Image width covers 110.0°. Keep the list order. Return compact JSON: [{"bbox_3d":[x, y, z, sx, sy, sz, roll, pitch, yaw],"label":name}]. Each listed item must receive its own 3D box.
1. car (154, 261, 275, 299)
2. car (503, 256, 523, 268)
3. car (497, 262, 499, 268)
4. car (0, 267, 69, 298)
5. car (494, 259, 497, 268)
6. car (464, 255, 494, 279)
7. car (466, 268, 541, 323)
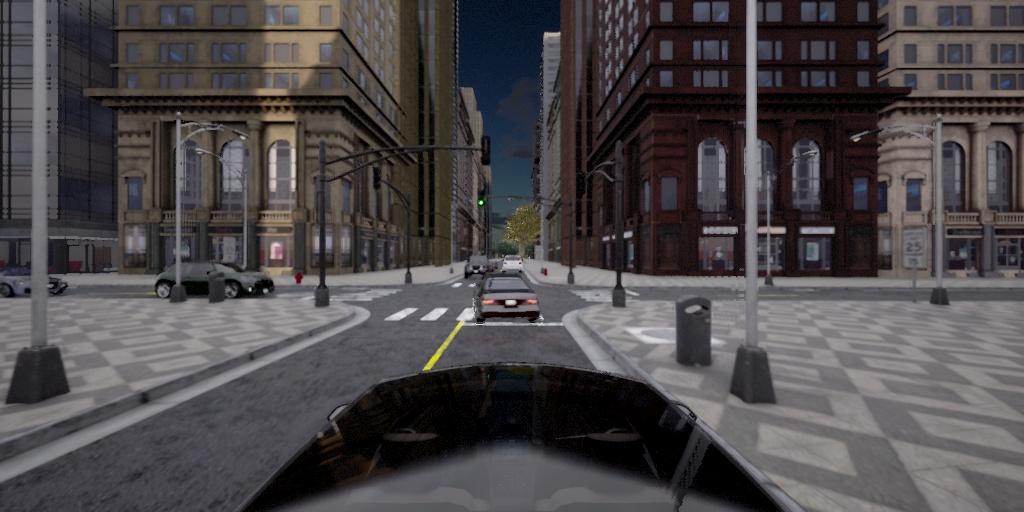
[{"bbox_3d":[-13.803,1.049,16.878,4.553,1.767,2.097,0,0,0],"label":"car"},{"bbox_3d":[0.095,0.961,42.127,2.150,2.045,5.566,0,0,0],"label":"car"},{"bbox_3d":[-3.016,1.239,53.593,2.128,1.511,4.902,0,0,0],"label":"car"},{"bbox_3d":[-23.840,1.232,16.900,4.181,1.385,1.994,0,0,0],"label":"car"},{"bbox_3d":[-3.090,1.266,43.153,1.812,1.442,4.674,0,0,0],"label":"car"},{"bbox_3d":[-3.100,0.961,33.035,2.150,2.045,5.566,0,0,-1],"label":"car"},{"bbox_3d":[-0.382,1.294,12.122,2.033,1.411,5.357,0,0,-8],"label":"car"}]
